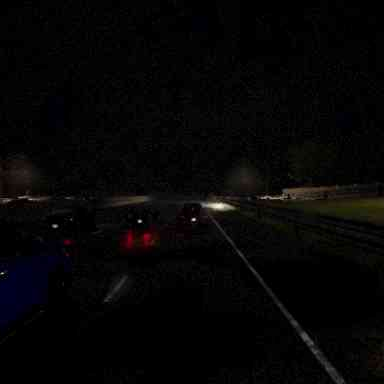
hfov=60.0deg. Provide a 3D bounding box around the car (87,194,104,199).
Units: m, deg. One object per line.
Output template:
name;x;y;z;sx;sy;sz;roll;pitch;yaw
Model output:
car;-20.996;1.412;74.049;2.097;1.767;4.553;0;0;0

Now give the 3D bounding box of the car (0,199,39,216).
car;-17.593;1.517;33.706;1.837;1.490;4.892;0;0;0

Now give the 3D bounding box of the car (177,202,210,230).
car;0.101;1.564;21.166;1.994;1.385;4.181;0;0;0

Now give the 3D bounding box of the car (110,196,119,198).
car;-17.495;1.532;75.407;1.882;1.535;5.008;0;0;0

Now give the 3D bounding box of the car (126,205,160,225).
car;-3.398;1.603;23.935;1.895;1.301;4.718;0;0;0

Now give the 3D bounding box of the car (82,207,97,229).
car;-6.899;1.525;19.056;1.812;1.442;4.674;0;0;0

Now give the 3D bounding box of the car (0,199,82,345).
car;-3.400;1.221;4.076;2.150;2.045;5.566;0;0;0

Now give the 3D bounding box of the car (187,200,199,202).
car;0.102;1.621;40.038;1.895;1.301;4.718;0;0;0

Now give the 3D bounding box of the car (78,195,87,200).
car;-24.495;1.554;75.408;1.837;1.490;4.892;0;0;0
